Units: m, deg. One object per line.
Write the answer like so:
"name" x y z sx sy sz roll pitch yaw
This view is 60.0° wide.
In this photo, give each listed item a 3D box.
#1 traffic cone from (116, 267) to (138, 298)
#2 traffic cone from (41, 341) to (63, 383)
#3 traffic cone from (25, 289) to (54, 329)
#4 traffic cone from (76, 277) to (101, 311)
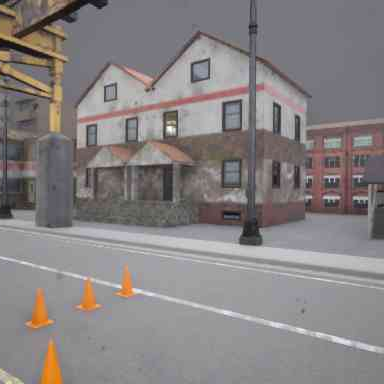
"traffic cone" -1.426 1.949 7.286 0.340 0.580 0.340 0 0 36
"traffic cone" -1.558 1.952 3.683 0.340 0.580 0.340 0 0 36
"traffic cone" -2.595 1.949 5.664 0.340 0.580 0.340 0 0 36
"traffic cone" -2.011 1.949 6.475 0.340 0.580 0.340 0 0 36
